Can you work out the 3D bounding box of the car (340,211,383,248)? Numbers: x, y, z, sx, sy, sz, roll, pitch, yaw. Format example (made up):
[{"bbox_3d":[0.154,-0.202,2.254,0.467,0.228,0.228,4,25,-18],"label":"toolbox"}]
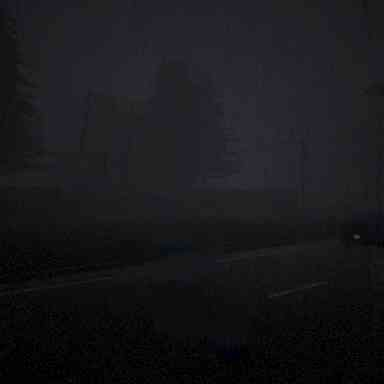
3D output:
[{"bbox_3d":[8.230,1.543,13.931,5.008,1.535,1.882,0,0,-35],"label":"car"}]
